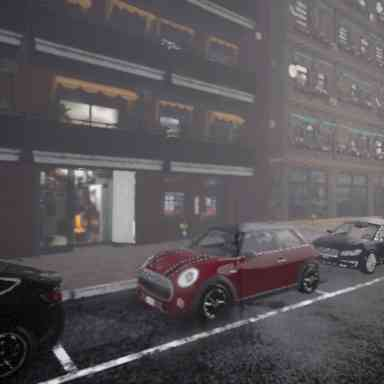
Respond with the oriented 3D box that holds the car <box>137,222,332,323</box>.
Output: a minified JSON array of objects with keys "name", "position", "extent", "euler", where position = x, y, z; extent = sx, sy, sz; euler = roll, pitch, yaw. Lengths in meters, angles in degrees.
[{"name":"car","position":[0.878,1.441,7.168],"extent":[4.097,1.590,1.967],"euler":[0,1,-35]}]

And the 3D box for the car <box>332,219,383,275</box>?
[{"name":"car","position":[5.485,1.553,10.456],"extent":[4.403,1.369,2.008],"euler":[0,1,-35]}]

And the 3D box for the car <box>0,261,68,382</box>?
[{"name":"car","position":[-3.734,1.566,3.882],"extent":[4.313,1.339,1.947],"euler":[0,1,-35]}]
